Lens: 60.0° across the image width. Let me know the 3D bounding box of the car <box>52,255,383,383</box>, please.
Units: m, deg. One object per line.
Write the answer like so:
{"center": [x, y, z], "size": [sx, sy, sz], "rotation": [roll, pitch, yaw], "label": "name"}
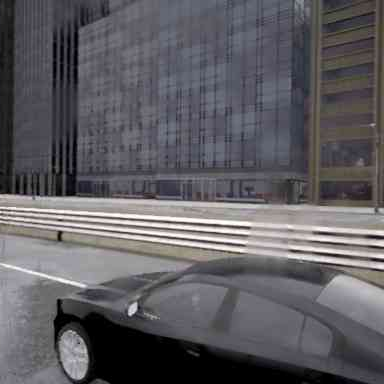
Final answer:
{"center": [0.485, 1.470, 3.642], "size": [5.008, 1.535, 1.882], "rotation": [1, 0, 35], "label": "car"}
